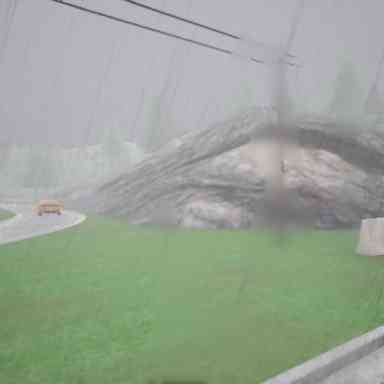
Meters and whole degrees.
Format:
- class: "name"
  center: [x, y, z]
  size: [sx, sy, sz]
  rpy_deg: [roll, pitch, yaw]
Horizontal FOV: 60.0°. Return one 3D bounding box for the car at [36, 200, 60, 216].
- class: "car"
  center: [-14.629, 1.502, 33.726]
  size: [1.882, 1.535, 5.008]
  rpy_deg: [1, 0, -29]
